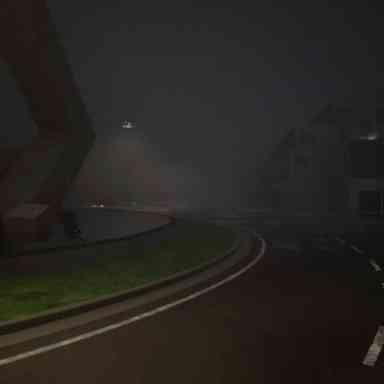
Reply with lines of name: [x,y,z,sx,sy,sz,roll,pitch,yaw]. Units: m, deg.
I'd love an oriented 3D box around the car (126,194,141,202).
car: [-12.526,1.301,71.379,2.097,1.767,4.553,0,0,8]

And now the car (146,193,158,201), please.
car: [-10.388,1.160,86.792,2.150,2.045,5.566,0,0,8]

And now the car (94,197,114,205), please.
car: [-14.993,1.520,56.607,1.994,1.385,4.181,0,0,14]
